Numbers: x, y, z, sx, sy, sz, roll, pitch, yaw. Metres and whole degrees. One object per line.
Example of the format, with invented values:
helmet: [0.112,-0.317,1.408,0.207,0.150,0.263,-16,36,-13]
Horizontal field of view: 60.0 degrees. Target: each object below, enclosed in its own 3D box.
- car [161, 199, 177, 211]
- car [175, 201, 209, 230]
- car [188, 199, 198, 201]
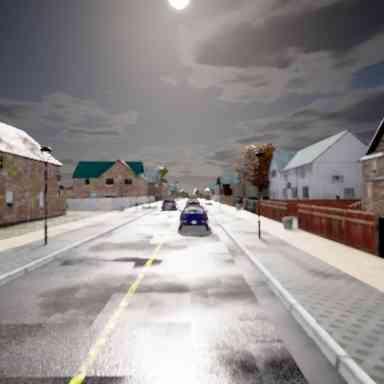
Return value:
car: [-2.815,1.601,41.430,1.812,1.442,4.674,0,0,0]
car: [0.112,1.548,21.141,1.812,1.442,4.674,0,0,0]
car: [0.121,1.601,41.372,1.812,1.442,4.674,0,0,0]
